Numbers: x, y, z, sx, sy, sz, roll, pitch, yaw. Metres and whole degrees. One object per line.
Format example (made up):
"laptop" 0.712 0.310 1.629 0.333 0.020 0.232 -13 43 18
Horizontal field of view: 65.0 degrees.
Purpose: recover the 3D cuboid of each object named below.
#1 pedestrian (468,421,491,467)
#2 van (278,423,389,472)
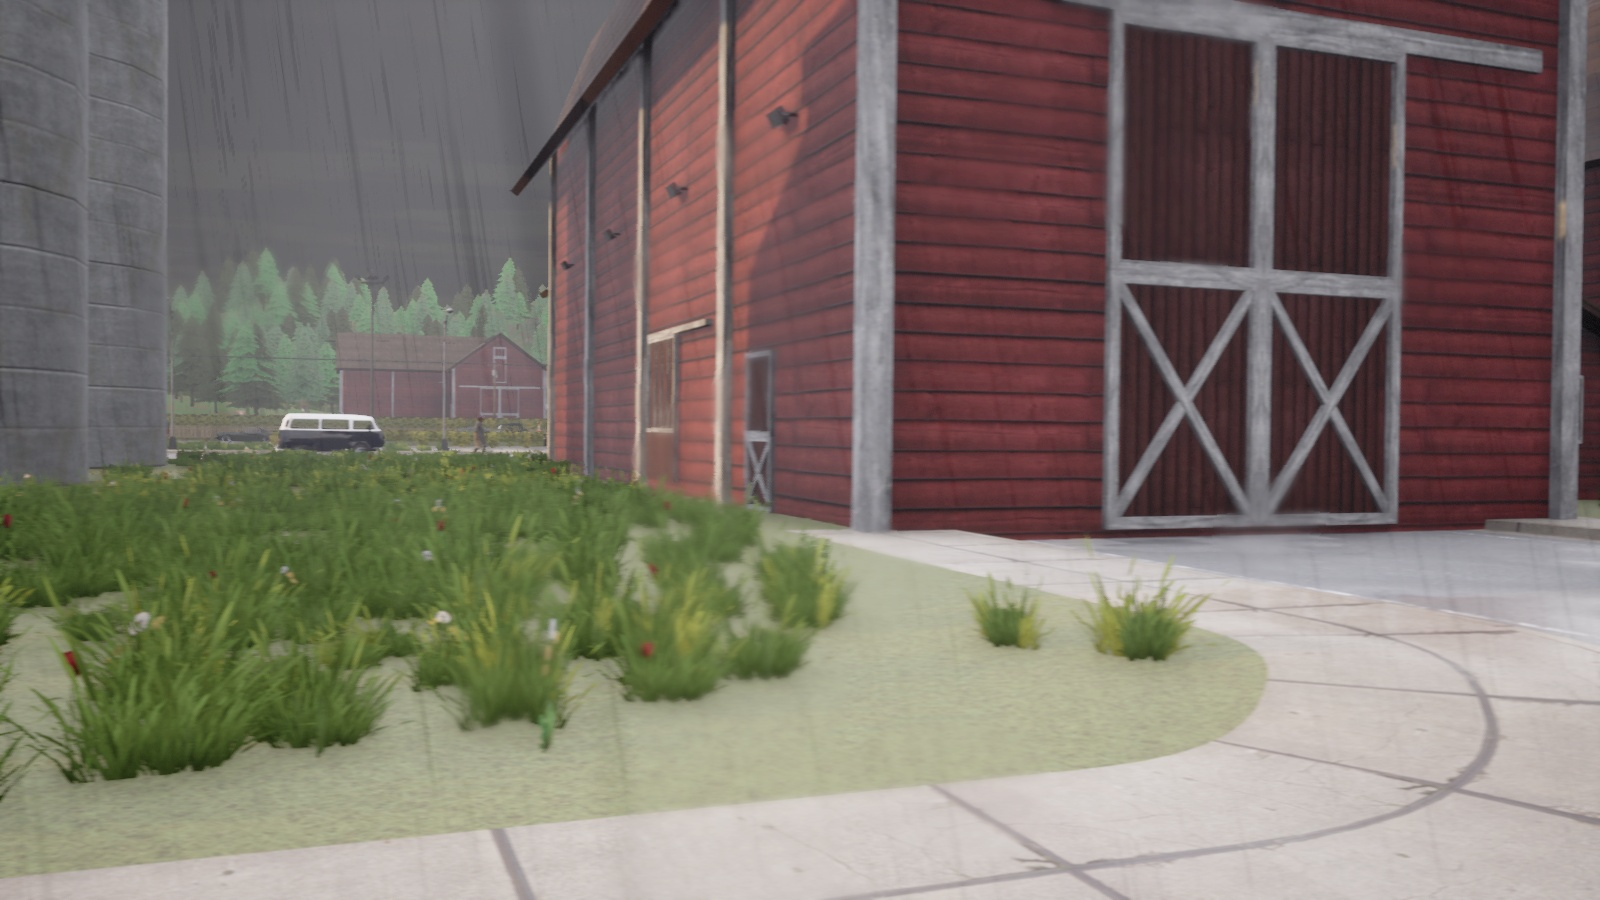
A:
"pedestrian" -13.710 -0.246 53.704 0.873 1.952 0.659 -1 1 -8
"van" -20.509 -0.130 55.254 4.480 2.038 2.069 -1 1 -21
